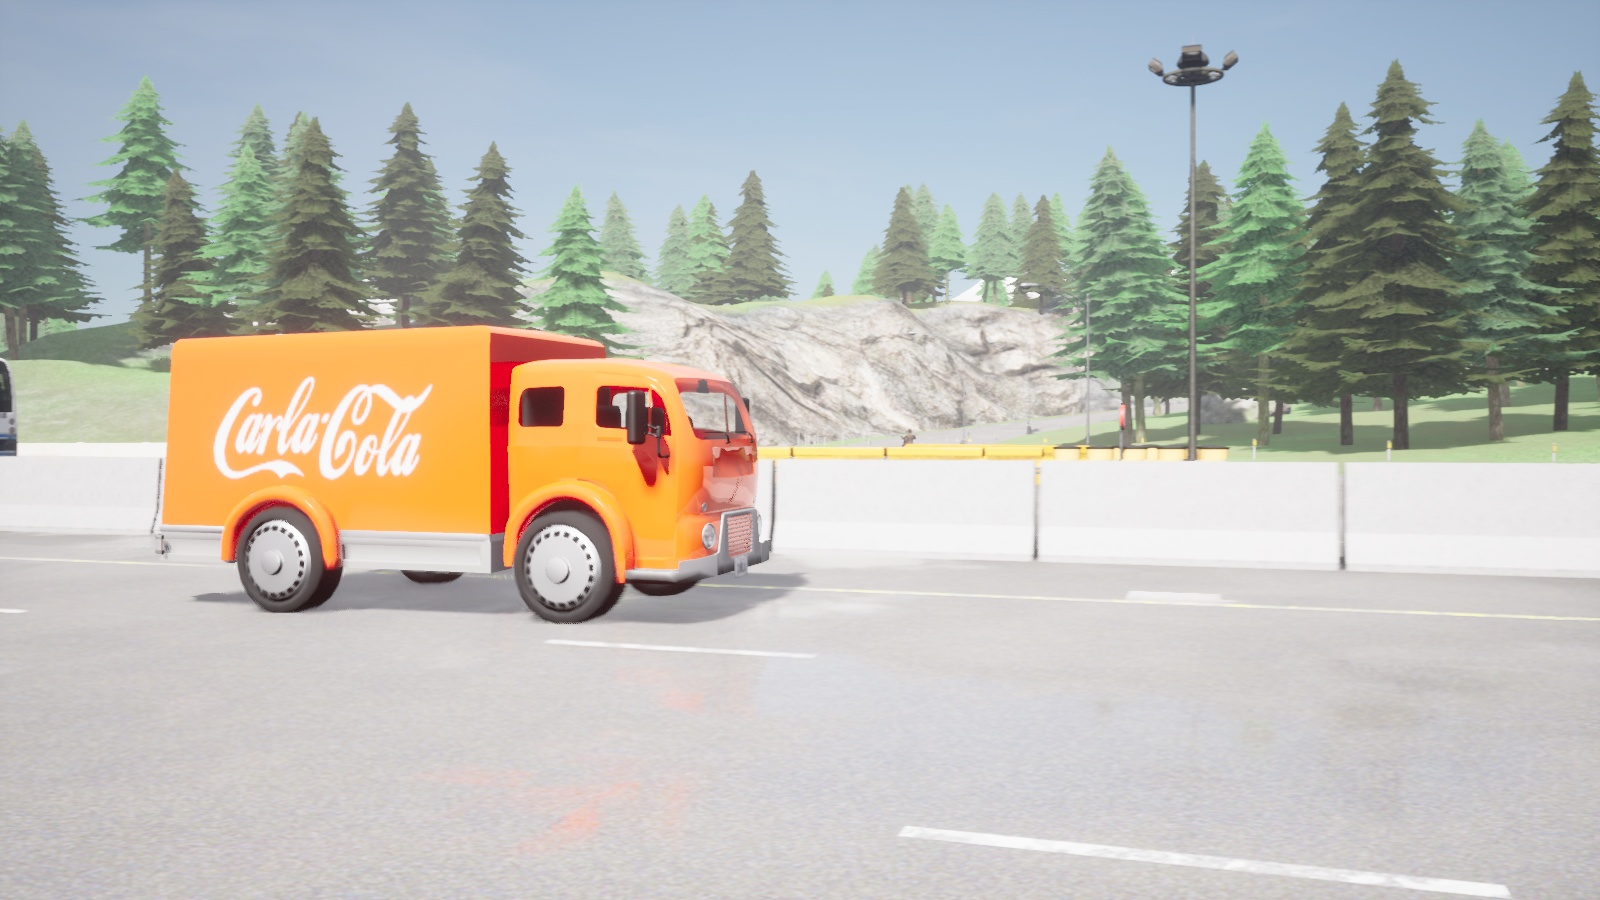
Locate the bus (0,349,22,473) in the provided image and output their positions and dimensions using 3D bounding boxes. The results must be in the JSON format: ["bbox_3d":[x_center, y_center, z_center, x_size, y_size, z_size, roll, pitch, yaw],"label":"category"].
[{"bbox_3d":[-32.757,-1.374,43.733,10.273,4.253,3.944,1,1,19],"label":"bus"}]

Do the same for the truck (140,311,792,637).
[{"bbox_3d":[-2.970,0.143,11.570,5.204,2.467,2.627,1,1,19],"label":"truck"}]
